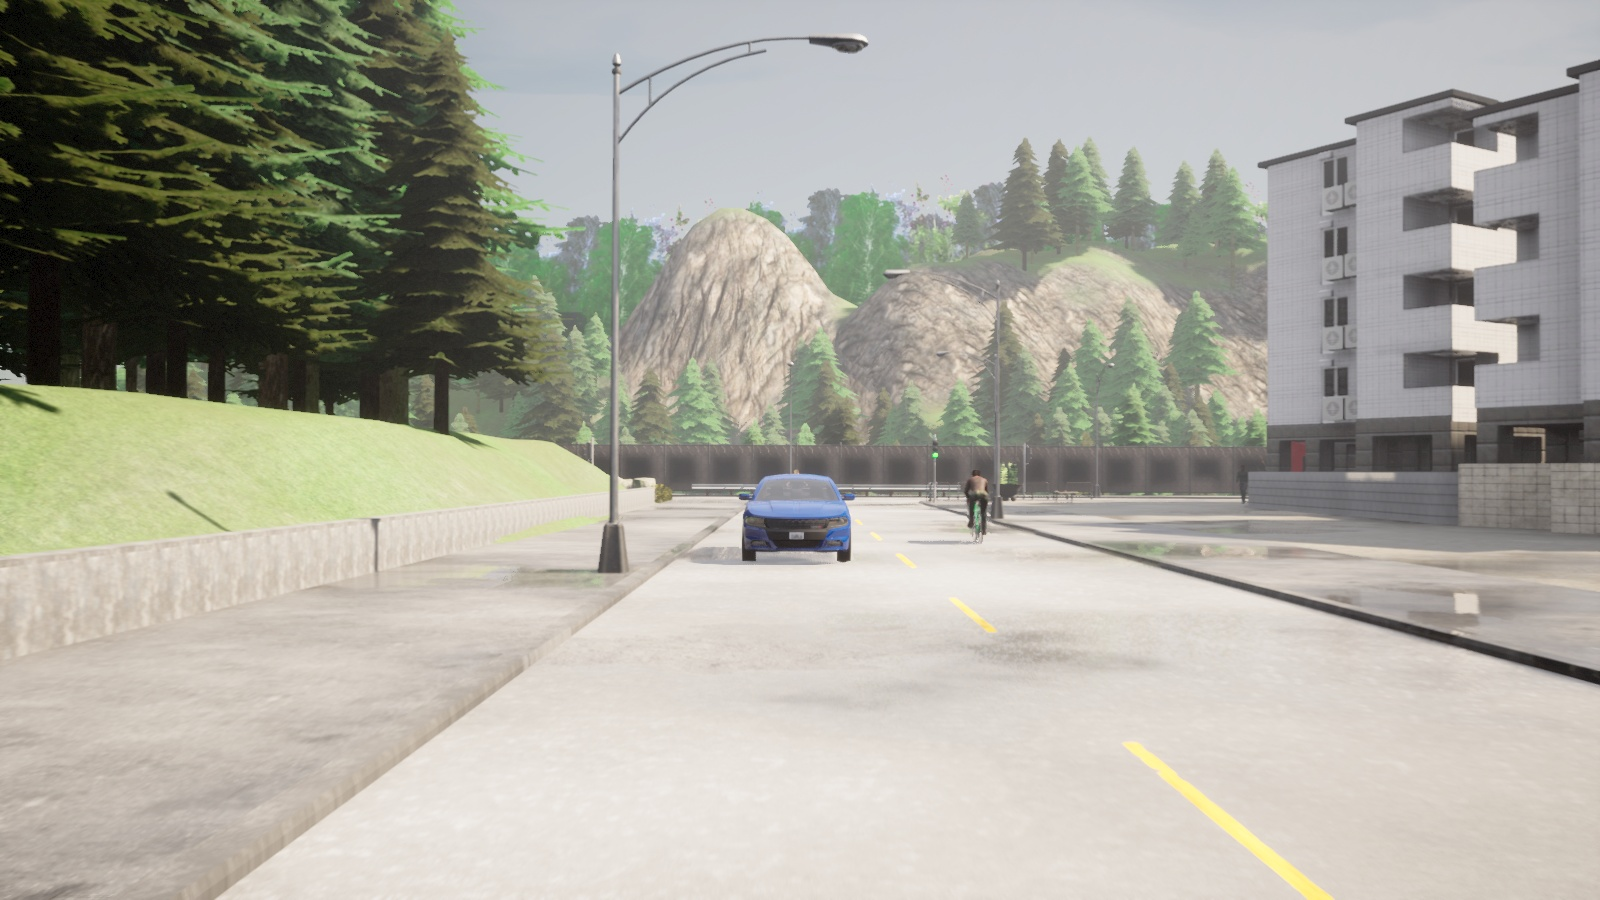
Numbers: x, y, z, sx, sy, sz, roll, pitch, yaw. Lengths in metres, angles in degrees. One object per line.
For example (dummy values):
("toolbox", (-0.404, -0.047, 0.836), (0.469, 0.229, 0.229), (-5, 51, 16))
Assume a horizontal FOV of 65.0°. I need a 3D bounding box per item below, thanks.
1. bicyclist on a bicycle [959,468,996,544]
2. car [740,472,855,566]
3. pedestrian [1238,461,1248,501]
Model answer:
("bicyclist on a bicycle", (3.919, 1.218, 27.834), (0.582, 1.620, 1.656), (0, -1, 0))
("car", (-0.052, 1.180, 23.141), (1.882, 1.535, 5.008), (0, -1, 0))
("pedestrian", (20.627, 1.421, 58.481), (0.353, 1.847, 0.614), (-1, -1, 27))
